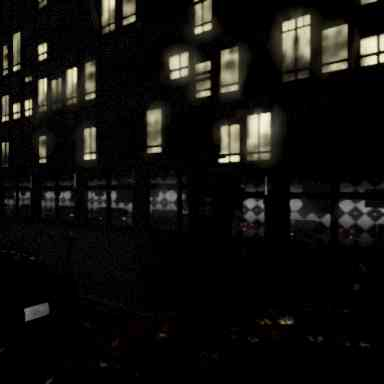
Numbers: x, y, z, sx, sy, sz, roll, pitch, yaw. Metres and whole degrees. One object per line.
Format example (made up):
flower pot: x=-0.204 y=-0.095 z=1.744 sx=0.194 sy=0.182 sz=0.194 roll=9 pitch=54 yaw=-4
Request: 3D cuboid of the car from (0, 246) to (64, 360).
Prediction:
car: x=-3.687 y=1.583 z=5.500 sx=4.313 sy=1.339 sz=1.947 roll=0 pitch=0 yaw=35

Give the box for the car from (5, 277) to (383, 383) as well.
car: x=0.811 y=1.546 z=2.292 sx=4.507 sy=1.381 sz=1.887 roll=0 pitch=0 yaw=35
